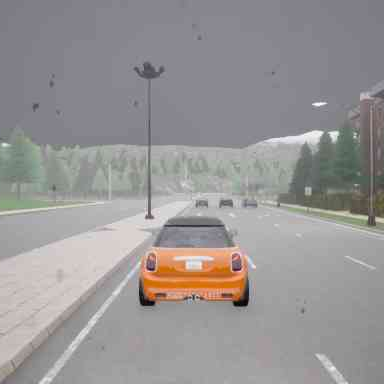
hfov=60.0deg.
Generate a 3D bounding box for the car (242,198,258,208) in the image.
[{"bbox_3d":[8.488,1.547,49.227,2.033,1.411,5.357,0,0,2],"label":"car"}]

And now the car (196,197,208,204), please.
[{"bbox_3d":[1.480,1.526,49.147,1.812,1.442,4.674,0,0,2],"label":"car"}]

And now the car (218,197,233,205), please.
[{"bbox_3d":[4.990,1.477,49.356,1.882,1.535,5.008,0,0,2],"label":"car"}]

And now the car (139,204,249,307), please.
[{"bbox_3d":[0.068,1.352,8.168,2.097,1.767,4.553,0,0,1],"label":"car"}]
